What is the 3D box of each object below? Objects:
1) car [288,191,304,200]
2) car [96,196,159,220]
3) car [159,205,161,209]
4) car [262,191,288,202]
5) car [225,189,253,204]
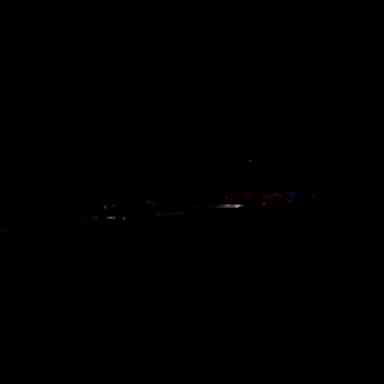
[{"bbox_3d":[18.118,0.562,58.554,1.882,1.535,5.008,-1,0,35],"label":"car"},{"bbox_3d":[-5.040,1.085,25.639,2.097,1.767,4.553,-1,0,35],"label":"car"},{"bbox_3d":[-5.167,1.260,30.405,2.033,1.411,5.357,-1,0,35],"label":"car"},{"bbox_3d":[12.371,0.598,50.309,2.097,1.767,4.553,-1,0,36],"label":"car"},{"bbox_3d":[6.795,0.599,47.389,2.150,2.045,5.566,-1,0,35],"label":"car"}]
